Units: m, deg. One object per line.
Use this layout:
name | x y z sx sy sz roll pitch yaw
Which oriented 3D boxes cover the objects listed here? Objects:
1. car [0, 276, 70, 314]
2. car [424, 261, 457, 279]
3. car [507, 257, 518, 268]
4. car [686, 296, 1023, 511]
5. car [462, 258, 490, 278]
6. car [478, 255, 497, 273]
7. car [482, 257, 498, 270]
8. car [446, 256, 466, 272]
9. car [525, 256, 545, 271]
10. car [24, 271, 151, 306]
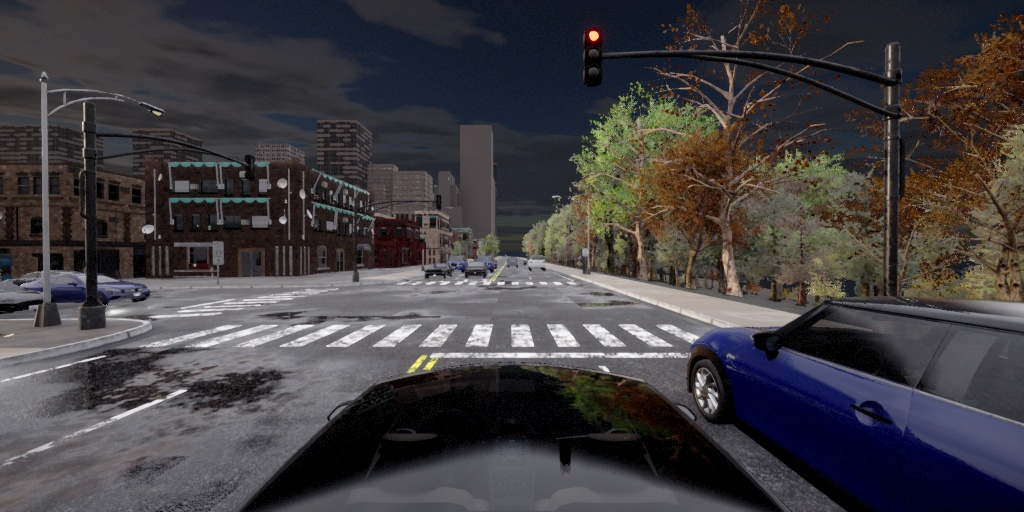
car | -19.944 1.564 13.361 4.313 1.339 1.948 0 0 0
car | -6.594 1.341 32.785 1.895 1.301 4.718 0 0 0
car | 0.112 1.275 62.074 2.033 1.411 5.357 0 0 0
car | 3.351 1.102 2.900 2.097 1.767 4.553 0 0 0
car | -3.340 1.217 34.015 1.882 1.535 5.008 0 0 -2
car | -3.333 0.956 44.046 2.150 2.045 5.566 0 0 0
car | -3.323 1.082 54.438 2.097 1.767 4.553 0 0 0
car | -6.575 0.957 43.223 2.150 2.045 5.566 0 0 0
car | 3.359 0.954 49.696 2.150 2.045 5.566 0 0 0
car | -19.123 1.488 16.069 4.674 1.442 1.812 -1 1 0
